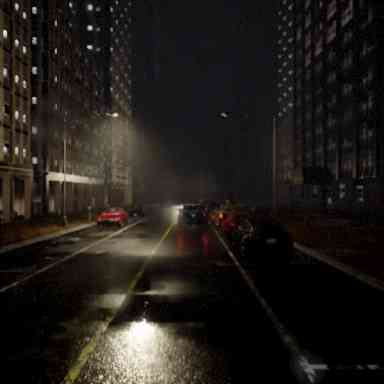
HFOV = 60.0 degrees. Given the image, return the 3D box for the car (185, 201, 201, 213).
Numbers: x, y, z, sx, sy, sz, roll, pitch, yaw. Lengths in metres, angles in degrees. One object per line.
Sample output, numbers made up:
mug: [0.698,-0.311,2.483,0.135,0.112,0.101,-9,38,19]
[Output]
car: [0.080,2.012,44.420,2.033,1.411,5.357,0,-1,0]

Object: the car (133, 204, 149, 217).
car: [-5.715,1.942,35.759,1.947,1.339,4.313,-1,-1,0]

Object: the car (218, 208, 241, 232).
car: [2.674,1.781,18.838,1.802,1.307,4.206,-1,-1,0]

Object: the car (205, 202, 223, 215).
car: [2.663,1.999,41.408,1.947,1.339,4.313,-1,-1,0]

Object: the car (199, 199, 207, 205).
car: [2.644,2.382,80.906,1.887,1.381,4.507,-1,-1,0]

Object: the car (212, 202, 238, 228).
car: [2.670,1.698,24.482,1.967,1.590,4.097,-1,-1,0]

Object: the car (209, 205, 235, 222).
car: [2.668,1.882,30.123,1.947,1.339,4.313,-1,-1,0]

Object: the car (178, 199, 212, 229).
car: [0.089,1.605,24.015,2.097,1.767,4.553,0,-1,0]

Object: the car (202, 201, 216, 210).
car: [2.657,2.094,52.693,1.887,1.381,4.507,-1,-1,0]

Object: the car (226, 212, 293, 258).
car: [2.677,1.706,13.196,1.947,1.339,4.313,-1,-1,0]

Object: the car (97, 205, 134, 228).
car: [-5.709,1.840,24.477,1.802,1.307,4.206,-1,-1,0]

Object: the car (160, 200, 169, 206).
car: [-5.731,2.274,69.605,2.008,1.369,4.403,-1,-1,0]

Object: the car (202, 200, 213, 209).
car: [2.655,2.135,58.505,1.752,1.417,4.829,-1,-1,0]
